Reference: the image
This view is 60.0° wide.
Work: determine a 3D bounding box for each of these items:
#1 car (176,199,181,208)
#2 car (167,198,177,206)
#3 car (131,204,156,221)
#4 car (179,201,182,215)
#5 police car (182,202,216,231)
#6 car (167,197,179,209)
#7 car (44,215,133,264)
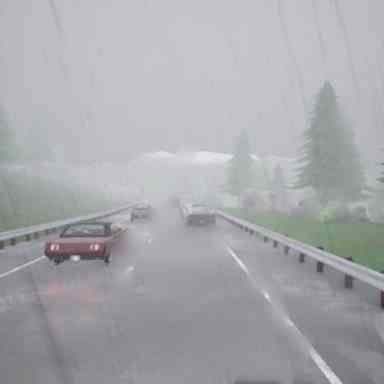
[{"bbox_3d":[-0.512,1.918,38.879,1.837,1.490,4.892,0,-1,-5],"label":"car"},{"bbox_3d":[-4.321,2.103,70.390,2.033,1.411,5.357,0,-1,-5],"label":"car"},{"bbox_3d":[-4.386,1.814,30.081,2.128,1.511,4.902,0,-1,-3],"label":"car"},{"bbox_3d":[-0.070,1.874,32.820,1.812,1.442,4.674,0,-1,-4],"label":"car"},{"bbox_3d":[0.498,1.668,22.822,1.930,1.638,5.238,0,-1,-3],"label":"police car"},{"bbox_3d":[-3.034,1.813,55.711,2.150,2.045,5.566,0,-1,-5],"label":"car"},{"bbox_3d":[-3.594,1.735,12.306,1.895,1.301,4.718,0,-1,-1],"label":"car"}]
